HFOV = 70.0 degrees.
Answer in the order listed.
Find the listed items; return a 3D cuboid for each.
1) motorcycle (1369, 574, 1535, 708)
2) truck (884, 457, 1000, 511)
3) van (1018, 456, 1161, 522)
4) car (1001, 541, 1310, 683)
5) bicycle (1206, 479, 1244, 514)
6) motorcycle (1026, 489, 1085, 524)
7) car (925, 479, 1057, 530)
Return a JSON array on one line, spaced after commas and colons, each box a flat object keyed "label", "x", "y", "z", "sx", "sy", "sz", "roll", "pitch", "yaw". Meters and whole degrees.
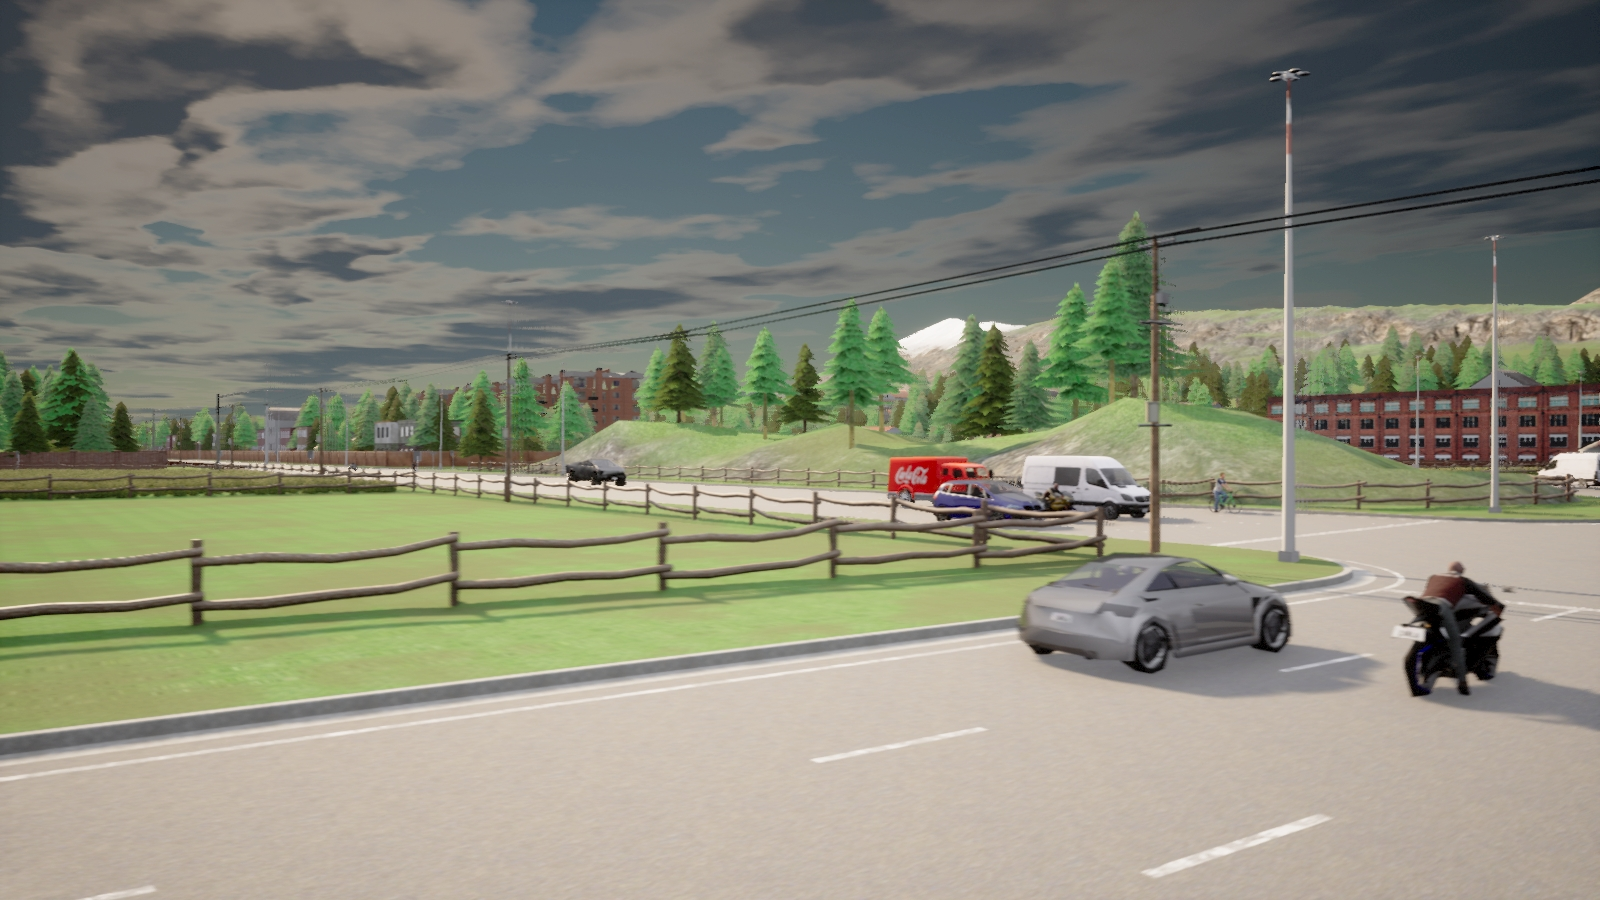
[{"label": "motorcycle", "x": 7.744, "y": 2.205, "z": 13.530, "sx": 2.209, "sy": 1.251, "sz": 0.867, "roll": 0, "pitch": 0, "yaw": -36}, {"label": "truck", "x": 6.768, "y": 1.568, "z": 54.940, "sx": 2.627, "sy": 2.467, "sz": 5.204, "roll": 0, "pitch": 0, "yaw": -37}, {"label": "van", "x": 12.017, "y": 1.534, "z": 47.842, "sx": 1.988, "sy": 2.561, "sz": 5.915, "roll": 0, "pitch": 0, "yaw": -36}, {"label": "car", "x": 4.988, "y": 2.119, "z": 15.846, "sx": 4.181, "sy": 1.385, "sz": 1.994, "roll": 0, "pitch": 0, "yaw": -36}, {"label": "bicycle", "x": 18.766, "y": 2.056, "z": 50.455, "sx": 0.373, "sy": 1.496, "sz": 1.643, "roll": 0, "pitch": 0, "yaw": -36}, {"label": "motorcycle", "x": 9.976, "y": 2.205, "z": 44.692, "sx": 0.867, "sy": 1.251, "sz": 2.209, "roll": 0, "pitch": 0, "yaw": -36}, {"label": "car", "x": 7.078, "y": 1.967, "z": 42.729, "sx": 2.242, "sy": 1.667, "sz": 4.611, "roll": 0, "pitch": 0, "yaw": -35}]
